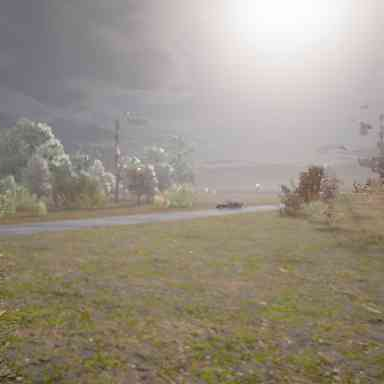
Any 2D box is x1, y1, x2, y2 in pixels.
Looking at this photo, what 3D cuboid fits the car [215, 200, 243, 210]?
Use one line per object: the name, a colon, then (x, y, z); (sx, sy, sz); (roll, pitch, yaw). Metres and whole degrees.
car: (5.161, 1.746, 46.143); (1.895, 1.301, 4.718); (-1, 0, 38)
